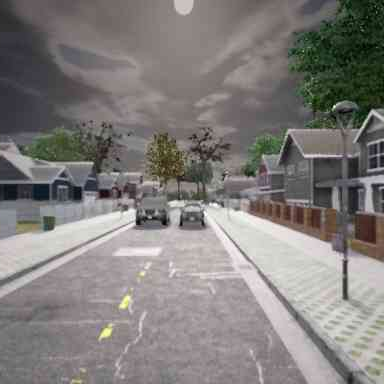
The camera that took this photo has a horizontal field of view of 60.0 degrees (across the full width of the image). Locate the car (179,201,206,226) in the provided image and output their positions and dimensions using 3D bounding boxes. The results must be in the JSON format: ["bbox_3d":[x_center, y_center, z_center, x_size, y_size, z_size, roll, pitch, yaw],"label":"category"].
[{"bbox_3d":[0.036,1.655,24.718,1.812,1.442,4.674,0,0,1],"label":"car"}]

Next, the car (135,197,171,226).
[{"bbox_3d":[-2.771,1.355,24.809,2.150,2.045,5.566,0,-1,1],"label":"car"}]
